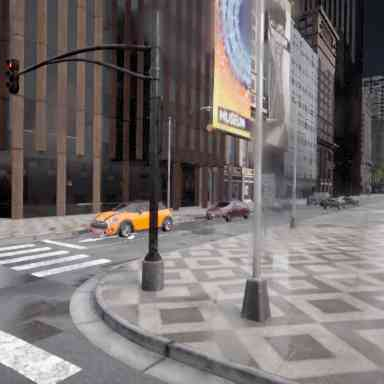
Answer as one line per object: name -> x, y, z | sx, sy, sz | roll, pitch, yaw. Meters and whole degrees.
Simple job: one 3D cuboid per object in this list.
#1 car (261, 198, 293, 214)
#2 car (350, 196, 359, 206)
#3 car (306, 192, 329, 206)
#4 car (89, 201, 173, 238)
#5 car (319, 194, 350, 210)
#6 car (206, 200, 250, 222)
car -> 8.892, 1.373, 34.113 | 2.033, 1.411, 5.357 | 1, 1, 35
car -> 23.636, 1.297, 49.583 | 1.837, 1.490, 4.892 | 1, 1, 35
car -> 17.803, 1.045, 46.529 | 2.150, 2.045, 5.566 | 1, 1, 35
car -> -3.061, 1.258, 17.276 | 2.097, 1.767, 4.553 | 1, 1, 36
car -> 17.653, 1.342, 41.045 | 1.837, 1.490, 4.892 | 1, 1, 36
car -> 2.881, 1.392, 25.630 | 1.812, 1.442, 4.674 | 1, 1, 36
